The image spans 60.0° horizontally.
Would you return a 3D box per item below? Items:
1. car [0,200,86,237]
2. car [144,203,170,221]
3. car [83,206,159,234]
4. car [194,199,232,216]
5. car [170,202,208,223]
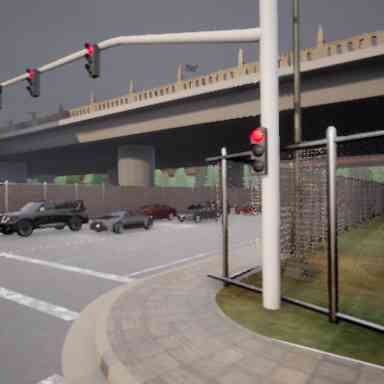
[{"bbox_3d":[-9.118,1.513,20.610,2.150,2.045,5.566,-1,0,36],"label":"car"},{"bbox_3d":[-3.434,1.768,28.606,1.882,1.535,5.008,-1,0,35],"label":"car"},{"bbox_3d":[-4.395,1.812,21.200,1.994,1.385,4.181,-1,0,35],"label":"car"},{"bbox_3d":[2.356,1.642,36.759,2.097,1.767,4.553,-1,0,35],"label":"car"},{"bbox_3d":[0.609,1.752,28.255,1.837,1.490,4.892,-1,0,35],"label":"car"}]
